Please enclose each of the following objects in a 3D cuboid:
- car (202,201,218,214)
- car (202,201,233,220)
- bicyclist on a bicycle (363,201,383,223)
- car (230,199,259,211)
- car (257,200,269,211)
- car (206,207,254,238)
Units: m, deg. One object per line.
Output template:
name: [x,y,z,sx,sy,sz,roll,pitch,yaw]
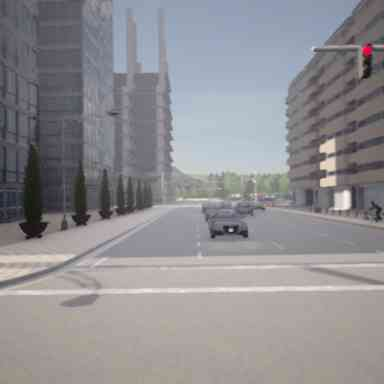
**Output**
car: [2.333,2.088,44.537,1.882,1.535,5.008,-1,-1,1]
car: [2.151,1.896,30.342,2.128,1.511,4.902,-1,-1,1]
bicyclist on a bicycle: [13.057,1.449,23.772,1.656,1.620,0.582,-1,-1,1]
car: [5.938,1.960,38.533,2.128,1.511,4.902,-1,-1,1]
car: [9.503,2.168,48.759,1.895,1.301,4.718,-1,-1,1]
car: [2.026,1.804,19.045,1.994,1.385,4.181,-1,-1,1]
